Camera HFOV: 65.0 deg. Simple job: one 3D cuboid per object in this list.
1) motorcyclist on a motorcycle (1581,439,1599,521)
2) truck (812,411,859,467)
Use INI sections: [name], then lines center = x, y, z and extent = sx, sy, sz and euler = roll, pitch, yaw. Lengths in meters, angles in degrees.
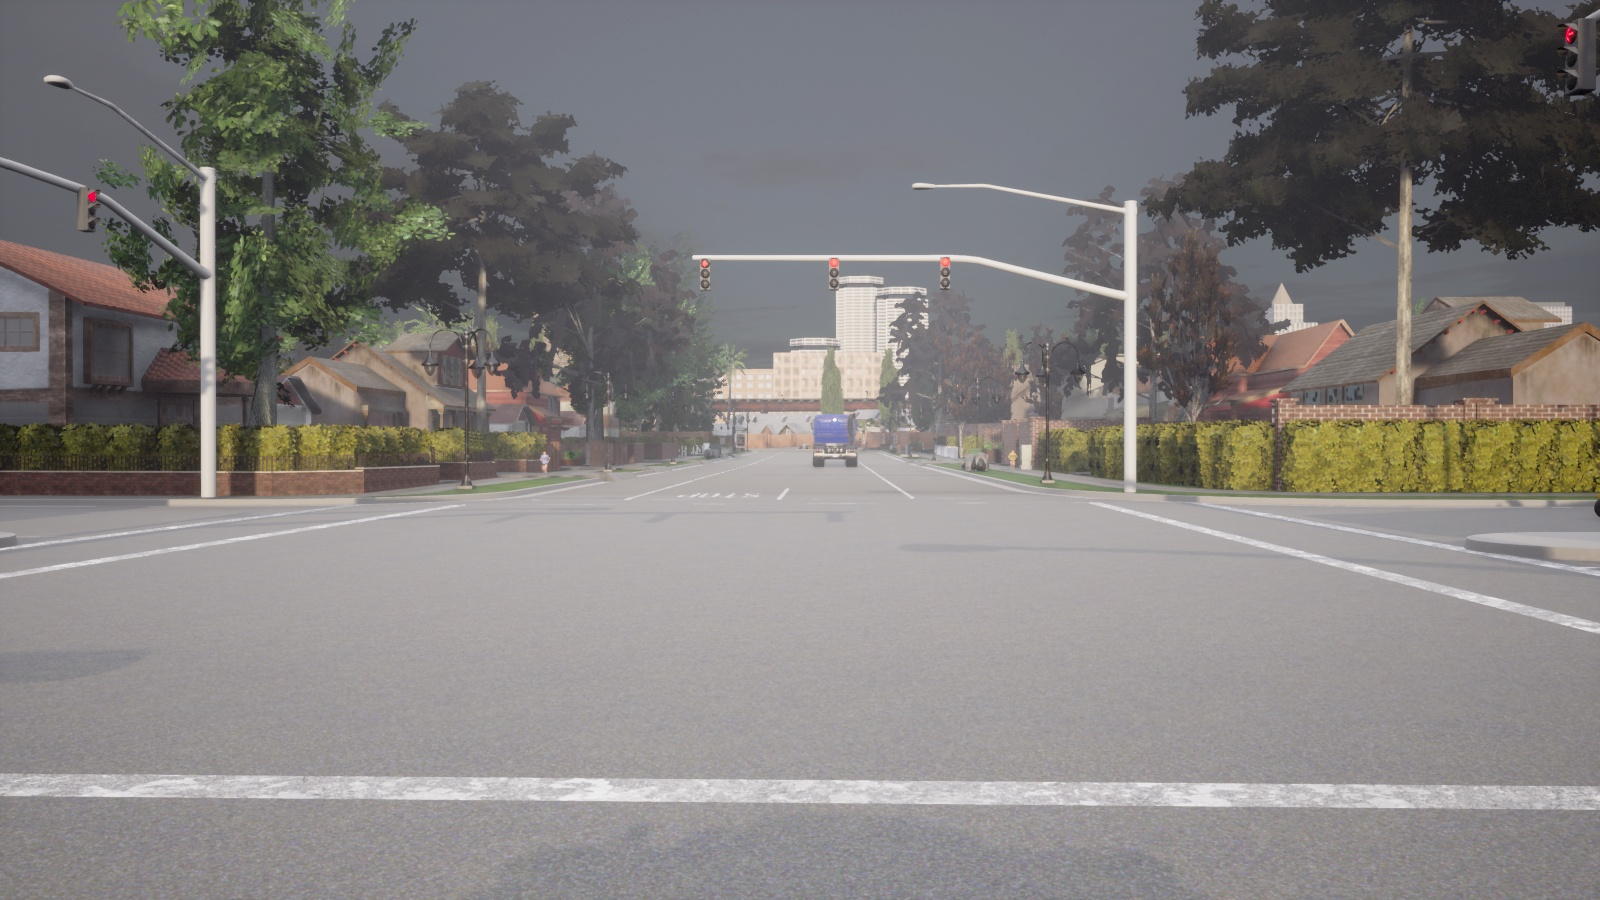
[motorcyclist on a motorcycle]
center = 16.364, 0.575, 24.398
extent = 1.817, 1.590, 0.866
euler = 0, 0, 1
[truck]
center = 2.250, -0.695, 81.325
extent = 2.891, 3.462, 7.936
euler = 0, 0, 1
